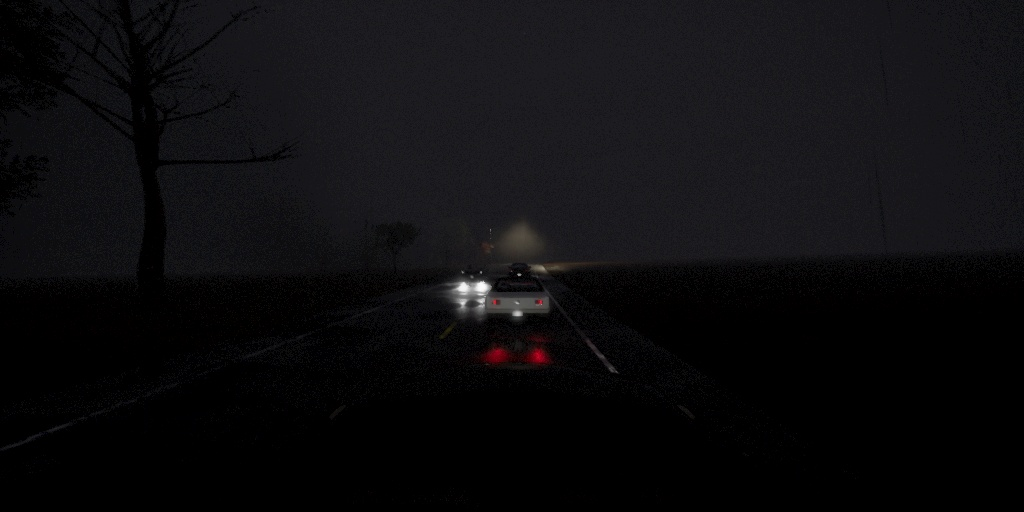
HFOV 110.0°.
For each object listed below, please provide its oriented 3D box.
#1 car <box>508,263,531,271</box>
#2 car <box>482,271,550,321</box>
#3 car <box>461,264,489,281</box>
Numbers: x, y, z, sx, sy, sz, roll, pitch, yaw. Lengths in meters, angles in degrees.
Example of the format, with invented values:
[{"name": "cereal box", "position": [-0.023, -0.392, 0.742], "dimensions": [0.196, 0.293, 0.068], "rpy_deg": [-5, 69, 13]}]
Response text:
[{"name": "car", "position": [0.625, 1.278, 30.082], "dimensions": [1.812, 1.442, 4.674], "rpy_deg": [0, 0, 2]}, {"name": "car", "position": [0.189, 1.352, 12.422], "dimensions": [1.895, 1.301, 4.718], "rpy_deg": [0, 0, 1]}, {"name": "car", "position": [-3.053, 1.351, 30.305], "dimensions": [1.895, 1.301, 4.718], "rpy_deg": [0, 0, 2]}]
